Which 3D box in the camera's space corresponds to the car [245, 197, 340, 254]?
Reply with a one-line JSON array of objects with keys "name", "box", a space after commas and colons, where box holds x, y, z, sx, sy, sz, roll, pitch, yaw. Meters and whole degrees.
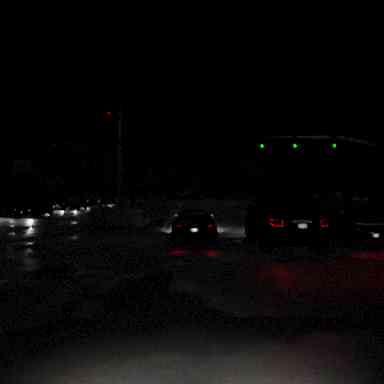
[{"name": "car", "box": [3.603, 1.189, 13.508, 2.150, 2.045, 5.566, 0, 0, 0]}]

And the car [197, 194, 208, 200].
[{"name": "car", "box": [1.833, 1.319, 86.151, 1.994, 1.385, 4.181, 0, 0, -22]}]

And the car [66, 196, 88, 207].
[{"name": "car", "box": [-17.493, 1.395, 50.910, 1.812, 1.442, 4.674, 0, 0, 0]}]

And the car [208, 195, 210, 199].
[{"name": "car", "box": [3.376, 1.279, 91.852, 1.812, 1.442, 4.674, 0, 0, -26]}]

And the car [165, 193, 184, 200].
[{"name": "car", "box": [-4.398, 1.275, 82.815, 1.837, 1.490, 4.892, 0, 0, -22]}]

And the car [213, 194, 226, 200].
[{"name": "car", "box": [6.774, 1.279, 82.242, 1.837, 1.490, 4.892, 0, 0, -18]}]

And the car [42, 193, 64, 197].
[{"name": "car", "box": [-17.513, 1.116, 41.387, 2.150, 2.045, 5.566, 0, 0, 0]}]

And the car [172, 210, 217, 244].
[{"name": "car", "box": [0.103, 1.526, 15.661, 1.994, 1.385, 4.181, 0, 0, 0]}]

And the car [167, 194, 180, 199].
[{"name": "car", "box": [-5.221, 1.178, 93.850, 1.895, 1.301, 4.718, 0, 0, -30]}]

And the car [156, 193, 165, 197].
[{"name": "car", "box": [-8.355, 1.066, 92.295, 1.882, 1.535, 5.008, 0, 0, -30]}]

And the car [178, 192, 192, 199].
[{"name": "car", "box": [-2.043, 0.932, 95.326, 2.097, 1.767, 4.553, 0, 0, -30]}]

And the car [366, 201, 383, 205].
[{"name": "car", "box": [10.602, 1.302, 18.759, 2.097, 1.767, 4.553, 0, 0, 0]}]

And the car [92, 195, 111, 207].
[{"name": "car", "box": [-13.993, 1.225, 49.128, 2.097, 1.767, 4.553, 0, 0, 0]}]

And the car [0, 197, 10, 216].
[{"name": "car", "box": [-17.582, 1.274, 30.890, 2.097, 1.767, 4.553, 0, 0, 0]}]

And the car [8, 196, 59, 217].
[{"name": "car", "box": [-14.081, 1.429, 29.910, 1.837, 1.490, 4.892, 0, 0, 0]}]

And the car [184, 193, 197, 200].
[{"name": "car", "box": [-1.183, 1.247, 84.195, 1.882, 1.535, 5.008, 0, 0, -22]}]

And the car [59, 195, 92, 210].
[{"name": "car", "box": [-14.031, 1.422, 40.171, 1.812, 1.442, 4.674, 0, 0, 0]}]

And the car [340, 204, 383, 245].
[{"name": "car", "box": [7.103, 1.453, 15.252, 2.128, 1.511, 4.902, 0, 0, 0]}]

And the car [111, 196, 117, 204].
[{"name": "car", "box": [-14.046, 1.396, 58.392, 2.033, 1.411, 5.357, 0, 0, 0]}]

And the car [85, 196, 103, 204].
[{"name": "car", "box": [-17.569, 1.447, 59.777, 1.895, 1.301, 4.718, 0, 0, -3]}]
